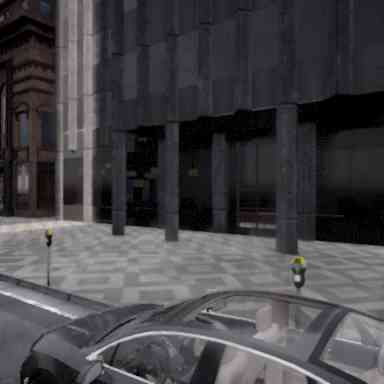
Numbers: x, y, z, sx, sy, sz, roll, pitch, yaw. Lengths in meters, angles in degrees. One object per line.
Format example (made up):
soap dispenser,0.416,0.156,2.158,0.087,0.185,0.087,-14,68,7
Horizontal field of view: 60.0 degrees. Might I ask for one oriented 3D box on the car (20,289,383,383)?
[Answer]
car,0.295,1.553,2.750,4.403,1.369,2.008,0,0,35
